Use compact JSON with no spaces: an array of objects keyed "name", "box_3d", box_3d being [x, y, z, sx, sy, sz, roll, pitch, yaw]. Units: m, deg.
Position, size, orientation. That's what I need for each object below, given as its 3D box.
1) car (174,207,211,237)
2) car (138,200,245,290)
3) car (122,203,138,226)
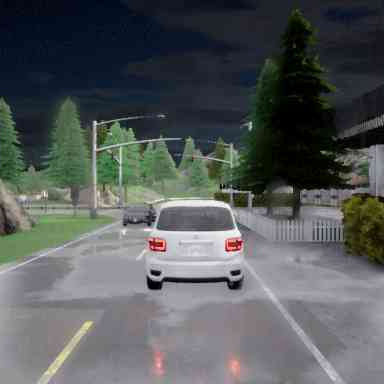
[{"name":"car","box_3d":[0.015,1.601,18.997,1.895,1.301,4.718,0,0,0]},{"name":"car","box_3d":[0.063,1.221,9.234,2.150,2.045,5.566,0,0,0]},{"name":"car","box_3d":[-3.606,1.547,23.408,1.837,1.490,4.892,0,0,0]}]
